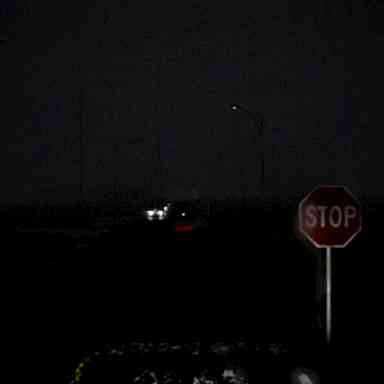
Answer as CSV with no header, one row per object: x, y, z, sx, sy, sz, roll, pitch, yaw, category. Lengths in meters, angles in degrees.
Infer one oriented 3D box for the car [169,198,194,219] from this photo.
-0.836,1.533,29.138,1.837,1.490,4.892,0,0,-3,car

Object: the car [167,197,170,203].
-4.957,1.577,52.808,1.837,1.490,4.892,0,0,-2,car

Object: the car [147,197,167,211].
-4.460,1.613,41.632,1.994,1.385,4.181,0,0,-3,car

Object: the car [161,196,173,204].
-5.182,1.655,68.519,2.033,1.411,5.357,0,0,0,car
